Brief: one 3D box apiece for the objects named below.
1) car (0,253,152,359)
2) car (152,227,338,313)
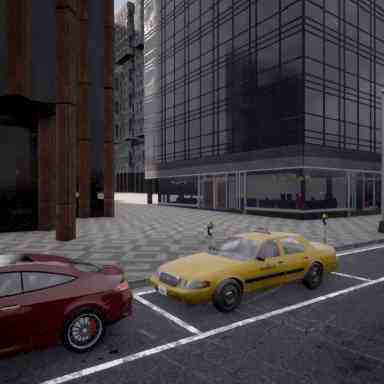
[{"bbox_3d":[-2.886,1.582,4.591,4.206,1.307,1.802,0,0,-35],"label":"car"},{"bbox_3d":[1.411,1.525,7.638,4.829,1.417,1.752,0,0,-35],"label":"car"}]
